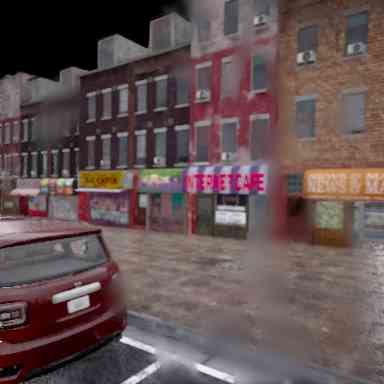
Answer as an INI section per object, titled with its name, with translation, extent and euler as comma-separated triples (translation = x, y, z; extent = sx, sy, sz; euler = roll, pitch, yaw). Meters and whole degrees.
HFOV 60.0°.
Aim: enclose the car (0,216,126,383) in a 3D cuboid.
[car]
translation = -3.190, 1.319, 5.059
extent = 5.009, 1.841, 2.192
euler = 0, 1, 36
